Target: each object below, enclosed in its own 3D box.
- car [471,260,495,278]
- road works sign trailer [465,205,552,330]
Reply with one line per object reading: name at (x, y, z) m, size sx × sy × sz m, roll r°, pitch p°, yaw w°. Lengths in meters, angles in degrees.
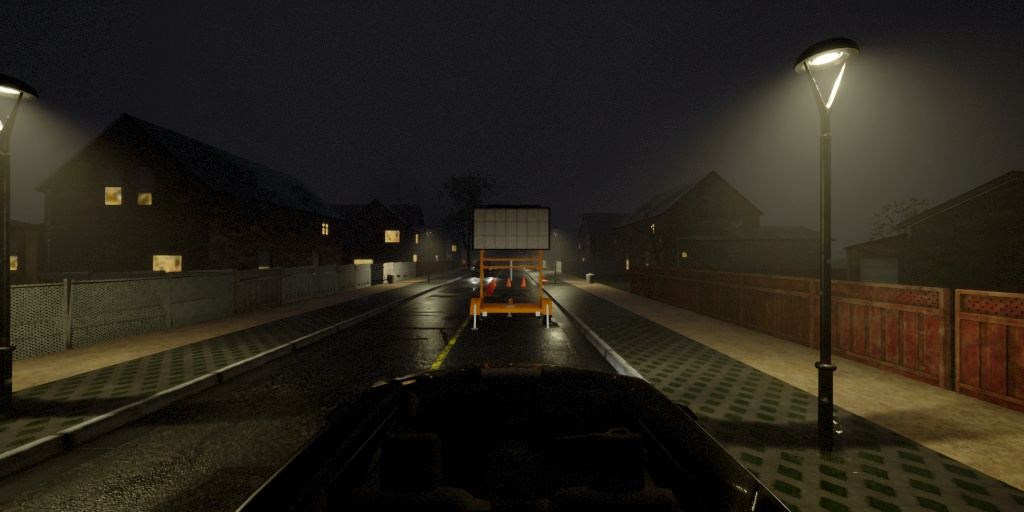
car at (-2.832, 1.200, 35.731) m, size 2.097 × 1.767 × 4.553 m, roll 0°, pitch 0°, yaw 0°
road works sign trailer at (-0.021, 0.221, 11.192) m, size 2.380 × 3.560 × 2.880 m, roll 0°, pitch 0°, yaw 0°
